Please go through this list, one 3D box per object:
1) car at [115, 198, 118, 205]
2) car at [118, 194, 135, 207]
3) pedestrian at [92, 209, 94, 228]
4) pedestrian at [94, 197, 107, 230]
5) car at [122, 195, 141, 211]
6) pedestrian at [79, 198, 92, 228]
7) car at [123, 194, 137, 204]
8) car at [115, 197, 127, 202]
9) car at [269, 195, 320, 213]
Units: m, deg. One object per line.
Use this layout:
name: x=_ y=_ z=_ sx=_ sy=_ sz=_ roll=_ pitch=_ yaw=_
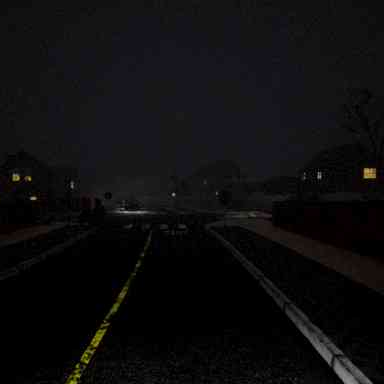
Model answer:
car: x=-14.662 y=1.839 z=67.677 sx=2.033 sy=1.411 sz=5.357 roll=0 pitch=0 yaw=-19
car: x=-10.271 y=1.527 z=53.280 sx=2.097 sy=1.767 sz=4.553 roll=0 pitch=0 yaw=-16
pedestrian: x=-5.801 y=1.154 z=20.392 sx=0.375 sy=1.860 sz=0.375 roll=-1 pitch=1 yaw=-6
pedestrian: x=-5.448 y=1.307 z=19.827 sx=0.375 sy=1.860 sz=0.375 roll=-1 pitch=1 yaw=-6
car: x=-7.820 y=1.582 z=43.419 sx=1.882 sy=1.535 sz=5.008 roll=0 pitch=0 yaw=-13
pedestrian: x=-6.145 y=1.156 z=19.153 sx=0.375 sy=1.860 sz=0.375 roll=-1 pitch=1 yaw=-6
car: x=-13.574 y=1.530 z=72.646 sx=2.150 sy=2.045 sz=5.566 roll=0 pitch=0 yaw=-21
car: x=-17.564 y=1.844 z=82.351 sx=1.994 sy=1.385 sz=4.181 roll=0 pitch=0 yaw=-24
car: x=9.256 y=1.080 z=29.745 sx=4.553 sy=1.767 sz=2.097 roll=-1 pitch=1 yaw=-1
